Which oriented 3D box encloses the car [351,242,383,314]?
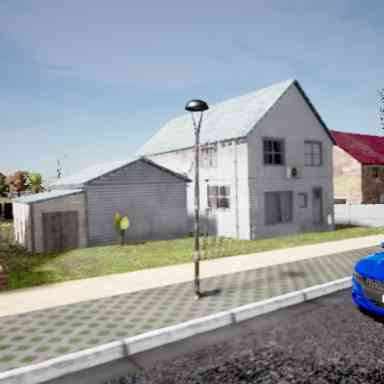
[{"bbox_3d":[5.208,1.469,6.716,5.008,1.535,1.882,0,0,-35],"label":"car"}]
